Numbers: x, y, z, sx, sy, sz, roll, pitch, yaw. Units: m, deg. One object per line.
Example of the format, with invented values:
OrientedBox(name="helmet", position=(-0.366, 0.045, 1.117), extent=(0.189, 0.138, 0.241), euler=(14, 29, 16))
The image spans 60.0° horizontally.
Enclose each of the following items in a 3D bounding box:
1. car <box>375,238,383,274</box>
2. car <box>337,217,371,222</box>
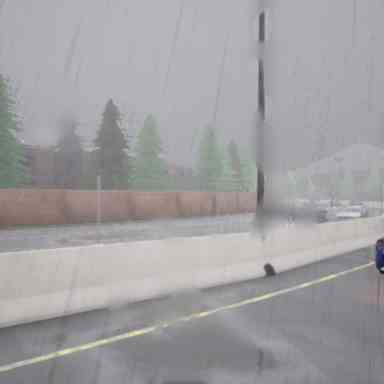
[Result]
OrientedBox(name="car", position=(7.190, 1.606, 9.877), extent=(5.008, 1.535, 1.882), euler=(1, 0, -42))
OrientedBox(name="car", position=(12.649, 1.822, 26.025), extent=(1.812, 1.442, 4.674), euler=(0, -1, 39))
